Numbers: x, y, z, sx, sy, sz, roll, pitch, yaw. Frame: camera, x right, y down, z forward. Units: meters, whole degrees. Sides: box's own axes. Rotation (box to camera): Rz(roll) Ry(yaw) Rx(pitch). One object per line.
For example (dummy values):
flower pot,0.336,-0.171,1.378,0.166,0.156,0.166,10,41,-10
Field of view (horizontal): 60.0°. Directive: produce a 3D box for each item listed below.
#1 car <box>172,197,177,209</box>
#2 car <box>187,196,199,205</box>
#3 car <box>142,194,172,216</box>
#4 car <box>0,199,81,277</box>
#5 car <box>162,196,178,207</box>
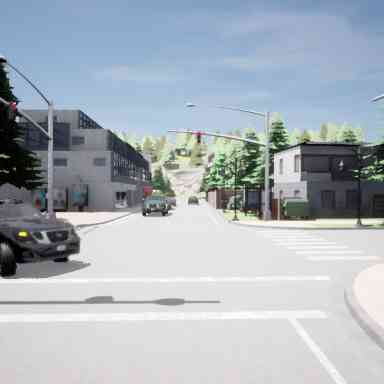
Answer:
car,-3.499,1.492,42.724,2.128,1.511,4.902,0,0,0
car,0.239,1.505,59.528,1.837,1.490,4.892,0,0,0
car,-3.525,1.221,32.674,2.150,2.045,5.566,0,0,0
car,-6.136,1.230,10.492,5.566,2.045,2.150,0,-1,25
car,-3.459,1.492,52.992,2.128,1.511,4.902,0,0,0
